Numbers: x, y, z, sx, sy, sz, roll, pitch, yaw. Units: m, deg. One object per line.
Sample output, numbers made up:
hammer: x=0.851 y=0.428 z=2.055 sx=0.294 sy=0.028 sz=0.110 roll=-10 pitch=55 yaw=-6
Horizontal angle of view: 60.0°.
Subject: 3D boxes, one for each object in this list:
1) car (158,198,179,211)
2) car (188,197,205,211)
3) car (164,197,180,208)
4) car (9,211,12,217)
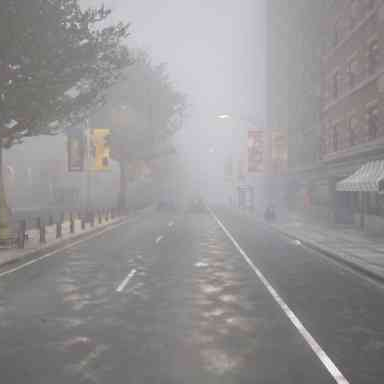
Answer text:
car: x=-2.977 y=1.478 z=39.862 sx=1.882 sy=1.535 sz=5.008 roll=0 pitch=0 yaw=1
car: x=0.532 y=1.601 z=39.787 sx=1.895 sy=1.301 sz=4.718 roll=0 pitch=0 yaw=1
car: x=-2.953 y=1.547 z=49.672 sx=2.033 sy=1.411 sz=5.357 roll=0 pitch=0 yaw=1
car: x=-14.754 y=1.653 z=23.242 sx=1.895 sy=1.301 sz=4.718 roll=0 pitch=0 yaw=1
